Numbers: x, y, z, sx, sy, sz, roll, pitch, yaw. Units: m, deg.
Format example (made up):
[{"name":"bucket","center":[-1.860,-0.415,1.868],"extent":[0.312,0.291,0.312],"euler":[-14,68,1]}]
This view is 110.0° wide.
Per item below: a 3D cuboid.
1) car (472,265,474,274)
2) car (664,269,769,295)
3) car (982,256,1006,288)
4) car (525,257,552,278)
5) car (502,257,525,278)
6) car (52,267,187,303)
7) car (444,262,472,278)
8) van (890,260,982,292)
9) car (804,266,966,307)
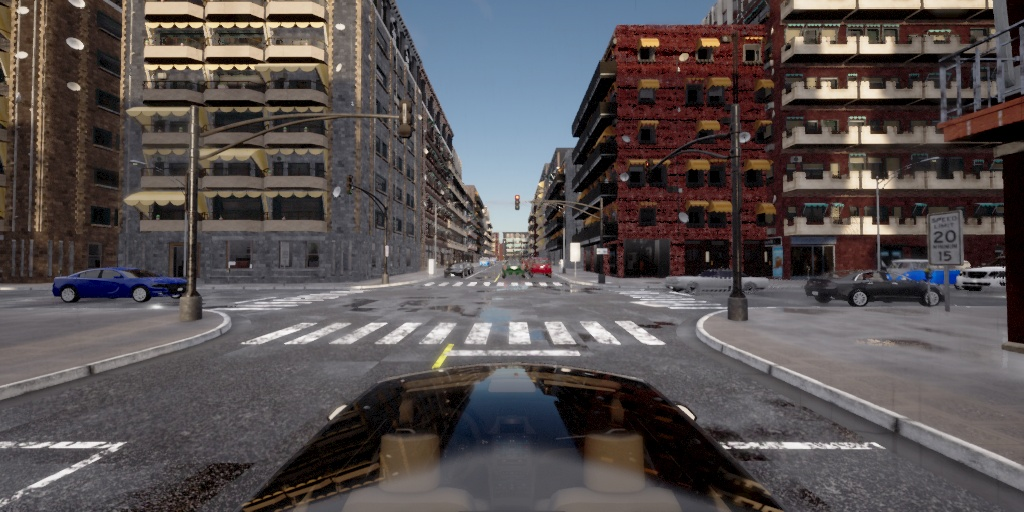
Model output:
[{"name":"car","center":[-5.245,1.331,39.528],"extent":[1.948,1.339,4.313],"euler":[0,0,0]},{"name":"car","center":[10.728,1.357,19.125],"extent":[4.718,1.301,1.895],"euler":[0,-1,0]},{"name":"car","center":[27.368,0.933,19.057],"extent":[5.566,2.045,2.150],"euler":[-1,-1,0]},{"name":"car","center":[2.626,1.077,33.997],"extent":[2.192,1.841,5.009],"euler":[0,0,0]},{"name":"car","center":[0.169,1.114,34.269],"extent":[2.097,1.767,4.553],"euler":[0,0,0]},{"name":"car","center":[-17.587,1.254,16.304],"extent":[5.008,1.535,1.882],"euler":[0,-1,0]},{"name":"car","center":[-5.255,1.328,33.966],"extent":[1.948,1.339,4.313],"euler":[0,0,0]},{"name":"van","center":[24.939,1.115,21.515],"extent":[3.998,1.789,1.690],"euler":[0,0,0]},{"name":"car","center":[13.767,1.185,13.683],"extent":[4.403,1.370,2.007],"euler":[0,0,0]}]
